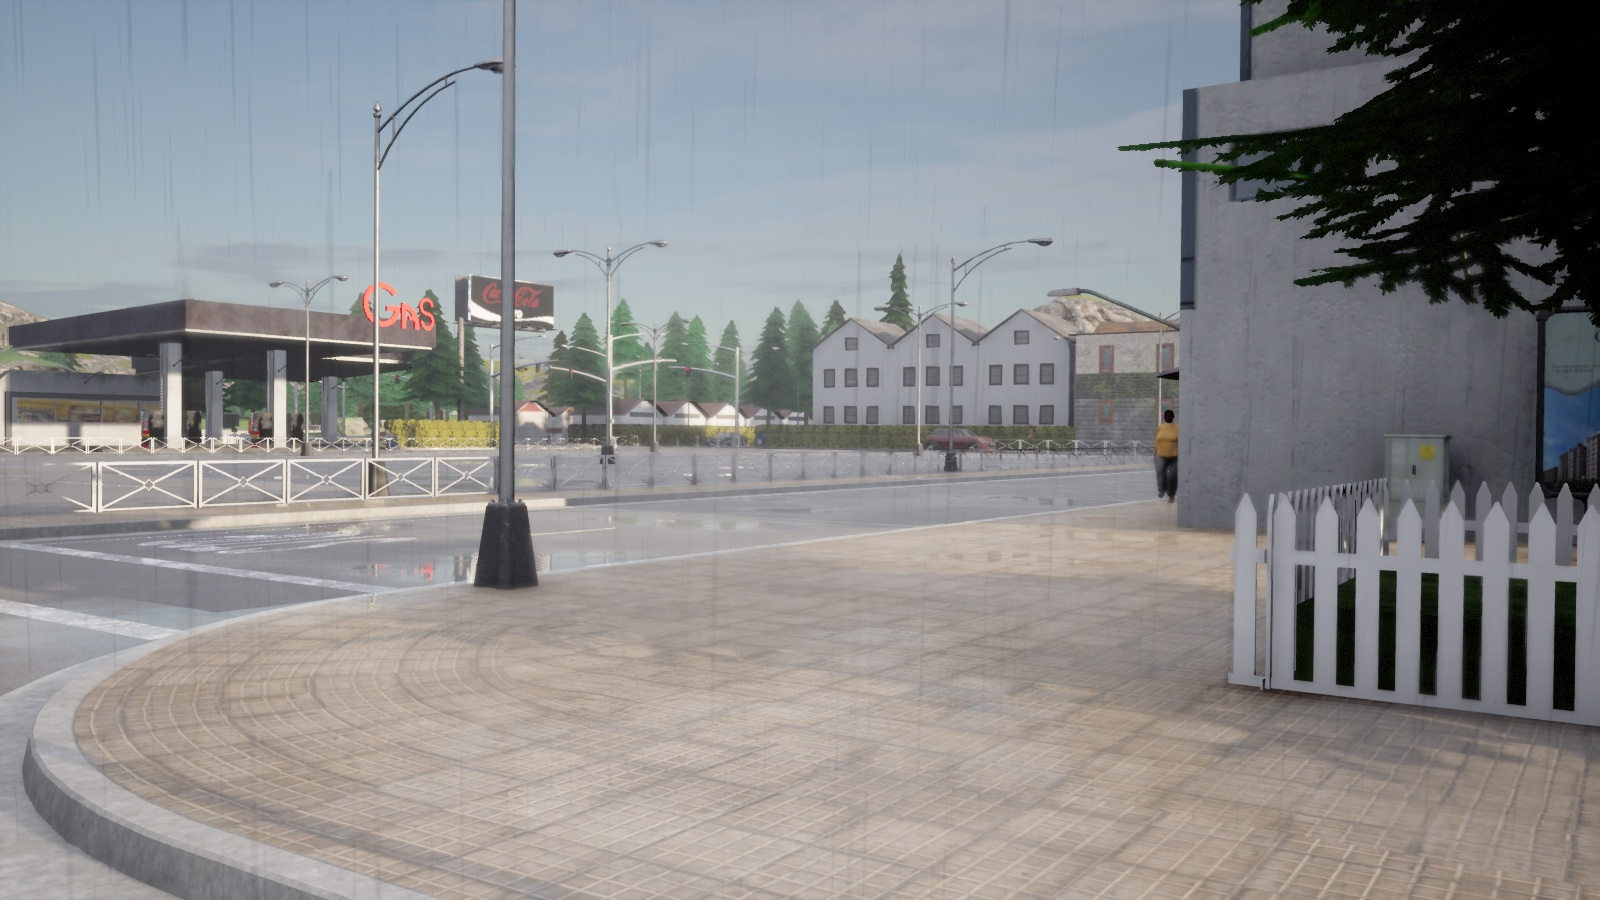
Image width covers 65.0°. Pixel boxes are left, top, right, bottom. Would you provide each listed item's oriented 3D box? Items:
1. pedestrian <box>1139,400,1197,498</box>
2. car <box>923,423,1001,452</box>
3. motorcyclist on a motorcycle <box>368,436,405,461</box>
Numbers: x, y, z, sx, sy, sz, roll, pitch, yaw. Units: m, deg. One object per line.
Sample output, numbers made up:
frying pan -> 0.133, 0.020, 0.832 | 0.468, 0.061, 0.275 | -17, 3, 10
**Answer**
pedestrian -> 7.151, -0.021, 24.392 | 0.874, 1.855, 0.900 | 0, 1, 31
car -> 10.447, -0.803, 81.089 | 4.553, 1.767, 2.097 | 0, 1, 34
motorcyclist on a motorcycle -> -26.604, -0.096, 80.790 | 0.866, 1.530, 2.191 | 0, 1, 35
